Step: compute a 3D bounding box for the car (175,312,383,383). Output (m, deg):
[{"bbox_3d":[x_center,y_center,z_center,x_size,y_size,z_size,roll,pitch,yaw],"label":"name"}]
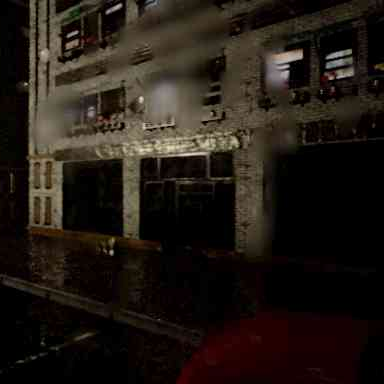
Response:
[{"bbox_3d":[2.091,1.311,1.216,5.009,1.841,2.192,0,1,35],"label":"car"}]
